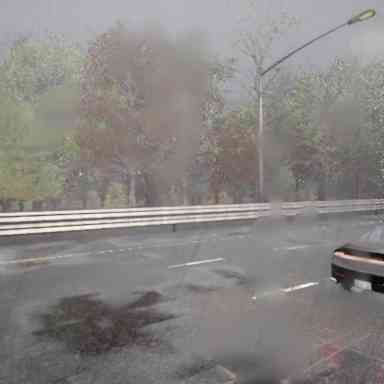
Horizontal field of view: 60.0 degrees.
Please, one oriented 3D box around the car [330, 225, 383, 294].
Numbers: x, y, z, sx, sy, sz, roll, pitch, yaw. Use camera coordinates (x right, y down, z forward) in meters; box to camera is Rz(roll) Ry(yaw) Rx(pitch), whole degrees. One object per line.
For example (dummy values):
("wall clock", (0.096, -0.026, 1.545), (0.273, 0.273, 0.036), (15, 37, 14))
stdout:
("car", (5.085, 1.434, 7.328), (4.902, 1.511, 2.128), (0, 0, -34))
